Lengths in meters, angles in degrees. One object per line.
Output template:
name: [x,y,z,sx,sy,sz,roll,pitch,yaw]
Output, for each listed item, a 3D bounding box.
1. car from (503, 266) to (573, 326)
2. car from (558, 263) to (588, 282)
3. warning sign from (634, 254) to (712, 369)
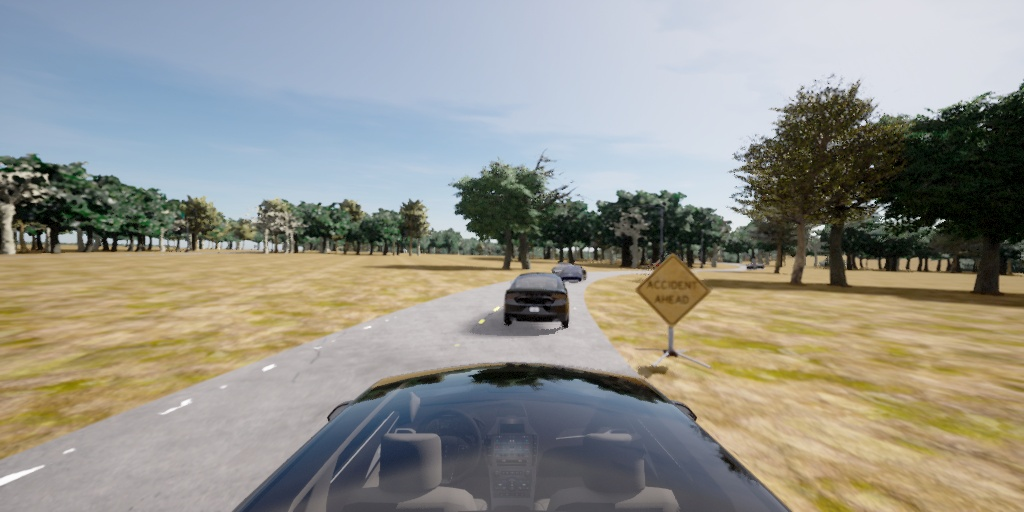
car: [0.904,1.276,11.935,1.882,1.535,5.008,0,0,7]
car: [5.611,1.572,32.296,1.994,1.385,4.181,0,-1,19]
warning sign: [2.800,0.887,6.346,1.300,1.860,1.060,0,0,4]
